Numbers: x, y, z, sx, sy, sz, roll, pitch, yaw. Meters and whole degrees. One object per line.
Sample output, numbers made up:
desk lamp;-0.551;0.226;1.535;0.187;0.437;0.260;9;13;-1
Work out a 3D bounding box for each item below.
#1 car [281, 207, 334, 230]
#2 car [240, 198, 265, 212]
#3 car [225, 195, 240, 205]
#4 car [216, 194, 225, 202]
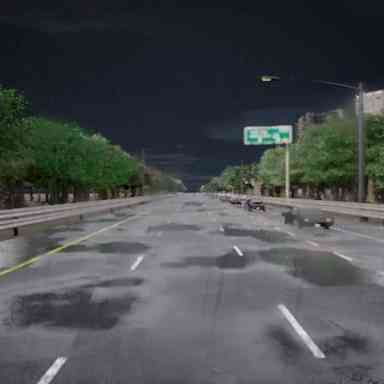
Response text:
car;7.032;1.594;20.842;1.895;1.301;4.718;0;0;0
car;7.094;1.481;37.980;1.837;1.490;4.892;0;0;0
car;7.169;1.555;56.430;1.895;1.301;4.718;0;0;0
car;7.247;1.459;75.392;2.128;1.511;4.902;0;0;0
